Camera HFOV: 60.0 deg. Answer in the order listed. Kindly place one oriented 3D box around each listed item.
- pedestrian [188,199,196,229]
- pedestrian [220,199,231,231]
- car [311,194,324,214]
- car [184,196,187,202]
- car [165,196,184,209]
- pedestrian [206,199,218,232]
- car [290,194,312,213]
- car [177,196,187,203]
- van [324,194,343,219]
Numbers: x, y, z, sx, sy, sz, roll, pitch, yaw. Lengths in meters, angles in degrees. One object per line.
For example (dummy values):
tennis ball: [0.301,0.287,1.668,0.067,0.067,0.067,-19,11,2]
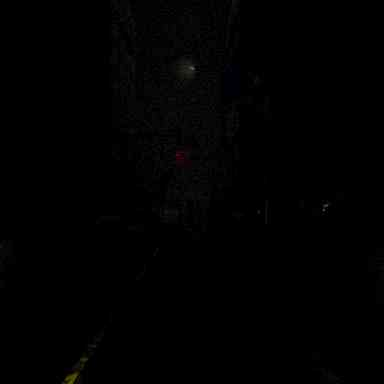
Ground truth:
pedestrian: [-0.096,1.286,19.853,0.375,1.860,0.375,0,0,1]
pedestrian: [1.946,1.286,19.231,0.375,1.860,0.375,0,0,1]
car: [13.917,1.148,30.687,4.553,1.767,2.097,-1,0,1]
car: [-2.444,1.542,57.459,2.033,1.411,5.357,0,0,1]
car: [-2.585,1.552,45.499,1.994,1.385,4.181,0,0,1]
pedestrian: [1.125,1.286,18.640,0.375,1.860,0.375,0,0,1]
car: [12.456,1.110,33.349,5.009,1.841,2.192,-1,1,1]
car: [-2.191,1.565,72.188,1.994,1.385,4.181,0,0,1]
van: [12.383,1.198,24.825,3.998,1.788,1.690,-1,1,1]
